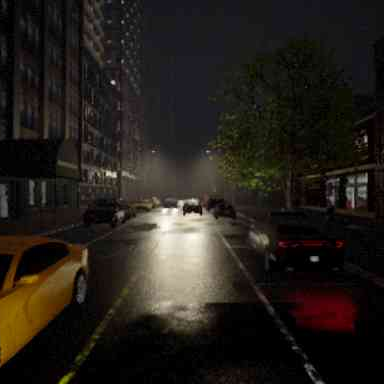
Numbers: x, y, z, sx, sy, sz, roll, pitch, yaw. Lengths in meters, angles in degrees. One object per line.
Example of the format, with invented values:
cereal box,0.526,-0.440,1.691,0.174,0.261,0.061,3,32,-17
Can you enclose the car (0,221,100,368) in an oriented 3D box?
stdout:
car,-3.100,1.478,5.084,1.882,1.535,5.008,0,0,0

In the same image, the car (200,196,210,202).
car,2.715,1.511,72.238,1.947,1.339,4.313,1,0,0

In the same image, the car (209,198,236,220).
car,2.707,1.518,28.040,1.752,1.417,4.829,1,0,0

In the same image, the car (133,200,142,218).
car,-5.673,1.518,27.699,1.752,1.417,4.829,1,0,0

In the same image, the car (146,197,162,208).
car,-5.669,1.501,49.884,1.752,1.417,4.829,1,0,0

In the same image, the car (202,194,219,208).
car,2.714,1.290,50.055,2.192,1.841,5.009,1,0,0

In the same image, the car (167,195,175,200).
car,-5.662,1.483,88.875,1.947,1.339,4.313,1,0,0

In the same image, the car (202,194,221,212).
car,2.712,1.300,38.962,2.192,1.841,5.009,1,0,0

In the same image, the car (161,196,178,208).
car,-3.071,1.578,47.473,1.895,1.301,4.718,0,0,0

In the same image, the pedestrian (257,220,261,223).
pedestrian,2.847,1.672,13.736,0.500,1.100,0.500,1,-1,-4

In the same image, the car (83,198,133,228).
car,-5.671,1.311,22.324,2.192,1.841,5.009,1,0,0

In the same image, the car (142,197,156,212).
car,-5.671,1.511,38.791,1.752,1.417,4.829,1,0,0

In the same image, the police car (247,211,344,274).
police car,3.002,1.425,10.731,1.930,1.638,5.238,0,0,0

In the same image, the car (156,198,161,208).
car,-5.671,1.546,44.509,1.947,1.339,4.313,1,0,0

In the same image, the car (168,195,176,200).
car,-5.661,1.489,94.420,1.802,1.307,4.206,1,0,0

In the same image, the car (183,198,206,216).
car,0.074,1.590,32.720,1.895,1.301,4.718,0,0,0
